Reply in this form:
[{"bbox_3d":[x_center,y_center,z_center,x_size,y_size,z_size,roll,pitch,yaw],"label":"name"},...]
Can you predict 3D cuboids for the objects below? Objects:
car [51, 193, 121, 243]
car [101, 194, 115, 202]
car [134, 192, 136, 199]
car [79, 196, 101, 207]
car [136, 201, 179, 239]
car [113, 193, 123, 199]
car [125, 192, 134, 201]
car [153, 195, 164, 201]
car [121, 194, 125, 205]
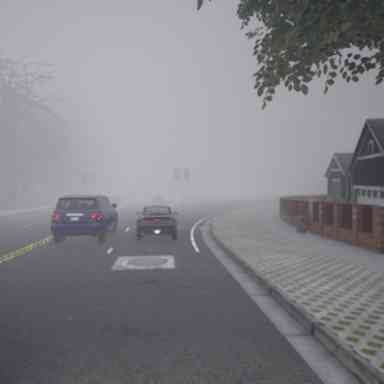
[{"bbox_3d":[-4.937,1.148,15.911,2.150,2.045,5.566,0,0,-6],"label":"car"},{"bbox_3d":[-16.383,1.174,65.092,1.895,1.301,4.718,0,1,-5],"label":"car"},{"bbox_3d":[-14.690,0.801,81.302,1.882,1.535,5.008,0,1,-6],"label":"car"},{"bbox_3d":[-14.885,1.297,48.964,2.033,1.411,5.357,0,0,-5],"label":"car"},{"bbox_3d":[-1.751,1.432,16.755,1.837,1.490,4.892,0,0,-6],"label":"car"},{"bbox_3d":[-17.886,0.885,80.582,1.994,1.385,4.181,0,1,-6],"label":"car"},{"bbox_3d":[-13.213,1.040,66.028,1.882,1.535,5.008,0,1,-5],"label":"car"},{"bbox_3d":[-5.983,1.177,59.020,1.812,1.442,4.674,0,1,-6],"label":"car"},{"bbox_3d":[-11.718,1.304,50.037,1.994,1.385,4.181,0,0,-5],"label":"car"}]
